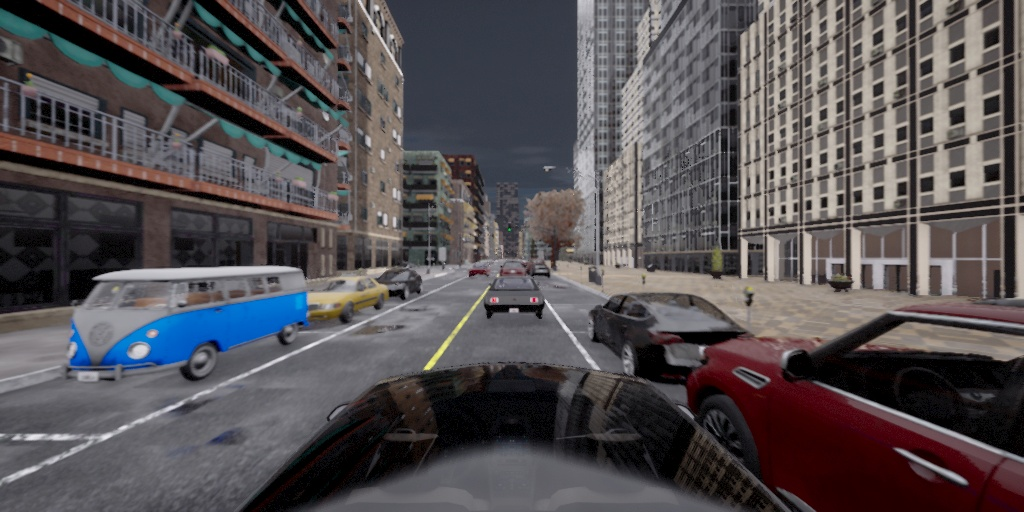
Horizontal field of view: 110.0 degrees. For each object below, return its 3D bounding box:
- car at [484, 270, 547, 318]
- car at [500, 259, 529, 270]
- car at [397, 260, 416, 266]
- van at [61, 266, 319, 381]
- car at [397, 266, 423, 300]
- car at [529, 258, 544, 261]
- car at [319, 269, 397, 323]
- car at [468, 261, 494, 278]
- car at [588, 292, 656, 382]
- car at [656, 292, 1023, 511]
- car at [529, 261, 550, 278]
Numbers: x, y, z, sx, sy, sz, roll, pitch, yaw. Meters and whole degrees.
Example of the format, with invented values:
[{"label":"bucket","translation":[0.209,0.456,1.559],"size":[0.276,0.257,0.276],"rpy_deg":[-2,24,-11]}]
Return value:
[{"label":"car","translation":[0.076,1.372,13.074],"size":[1.895,1.301,4.718],"rpy_deg":[0,0,0]},{"label":"car","translation":[0.070,1.161,28.838],"size":[2.097,1.767,4.553],"rpy_deg":[0,0,0]},{"label":"car","translation":[-16.456,1.210,53.016],"size":[4.403,1.370,2.007],"rpy_deg":[0,0,-1]},{"label":"van","translation":[-5.692,1.100,6.911],"size":[1.690,1.789,3.998],"rpy_deg":[0,0,0]},{"label":"car","translation":[-5.696,1.348,17.957],"size":[1.948,1.339,4.313],"rpy_deg":[0,0,0]},{"label":"car","translation":[2.676,1.151,40.051],"size":[2.192,1.841,5.009],"rpy_deg":[0,0,0]},{"label":"car","translation":[-5.694,1.295,12.264],"size":[1.751,1.417,4.829],"rpy_deg":[0,0,0]},{"label":"car","translation":[-3.097,1.424,34.862],"size":[1.895,1.301,4.718],"rpy_deg":[0,0,0]},{"label":"car","translation":[2.689,1.325,6.914],"size":[1.948,1.339,4.313],"rpy_deg":[0,0,0]},{"label":"car","translation":[2.691,1.064,1.392],"size":[2.192,1.841,5.009],"rpy_deg":[0,0,0]},{"label":"car","translation":[2.678,1.388,34.528],"size":[1.948,1.339,4.313],"rpy_deg":[0,0,0]}]
